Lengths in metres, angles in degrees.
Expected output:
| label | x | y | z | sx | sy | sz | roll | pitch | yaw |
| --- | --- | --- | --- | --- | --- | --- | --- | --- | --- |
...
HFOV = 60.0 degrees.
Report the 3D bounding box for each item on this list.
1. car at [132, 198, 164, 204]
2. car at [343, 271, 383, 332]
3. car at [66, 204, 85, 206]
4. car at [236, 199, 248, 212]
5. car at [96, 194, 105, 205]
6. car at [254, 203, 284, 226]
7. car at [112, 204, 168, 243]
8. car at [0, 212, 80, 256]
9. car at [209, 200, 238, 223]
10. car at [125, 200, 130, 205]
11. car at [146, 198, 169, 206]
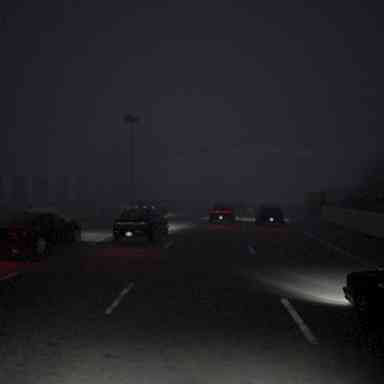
| label | x | y | z | sx | sy | sz | roll | pitch | yaw |
| --- | --- | --- | --- | --- | --- | --- | --- | --- | --- |
| car | -3.756 | 1.487 | 31.245 | 2.097 | 1.767 | 4.553 | 0 | 0 | 10 |
| car | 3.702 | 1.572 | 3.840 | 2.033 | 1.411 | 5.357 | 0 | 0 | 2 |
| car | -17.371 | 1.725 | 50.757 | 1.812 | 1.442 | 4.674 | 0 | 0 | 16 |
| car | 5.976 | 1.706 | 42.412 | 1.837 | 1.490 | 4.892 | 0 | -1 | 15 |
| car | -18.036 | 1.462 | 60.381 | 2.150 | 2.045 | 5.566 | 0 | 0 | 19 |
| car | 5.765 | 1.627 | 24.897 | 1.837 | 1.490 | 4.892 | 0 | 0 | 9 |
| car | -2.412 | 1.562 | 16.439 | 2.128 | 1.511 | 4.902 | 0 | 0 | 6 |
| car | -6.219 | 1.528 | 13.378 | 1.882 | 1.535 | 5.008 | 0 | 0 | 4 |
| car | 2.471 | 1.627 | 26.406 | 1.837 | 1.490 | 4.892 | 0 | -1 | 9 |
| car | -10.247 | 1.807 | 61.530 | 2.033 | 1.411 | 5.357 | 0 | 0 | 20 |
| car | -6.395 | 1.816 | 61.915 | 2.033 | 1.411 | 5.357 | 0 | 0 | 20 |
